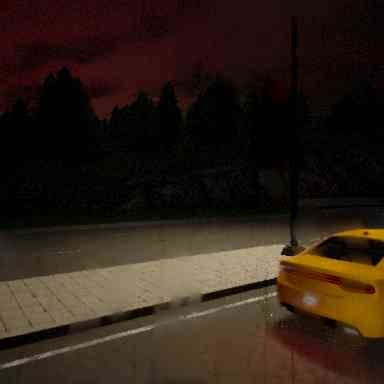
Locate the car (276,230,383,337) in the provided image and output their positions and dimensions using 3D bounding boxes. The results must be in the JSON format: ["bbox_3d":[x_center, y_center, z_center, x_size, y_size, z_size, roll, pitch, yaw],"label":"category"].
[{"bbox_3d":[3.792,1.477,6.449,5.008,1.535,1.882,0,0,-35],"label":"car"}]
